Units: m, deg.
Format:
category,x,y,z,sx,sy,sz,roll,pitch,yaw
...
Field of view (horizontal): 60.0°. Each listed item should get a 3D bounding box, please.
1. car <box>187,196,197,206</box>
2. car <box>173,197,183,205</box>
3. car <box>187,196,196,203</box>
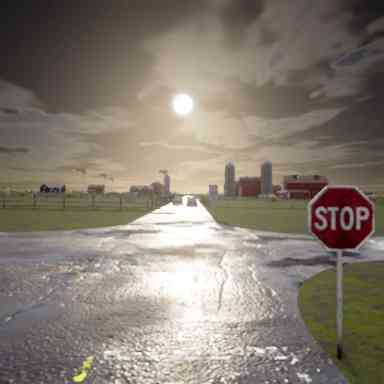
category,x,y,z,sx,sy,sz,roll,pitch,yaw
car,-0.026,1.718,60.132,2.033,1.411,5.357,0,0,0
car,-2.780,1.691,65.550,1.837,1.490,4.892,0,0,0
car,-0.031,1.560,70.555,1.882,1.535,5.008,0,0,0
